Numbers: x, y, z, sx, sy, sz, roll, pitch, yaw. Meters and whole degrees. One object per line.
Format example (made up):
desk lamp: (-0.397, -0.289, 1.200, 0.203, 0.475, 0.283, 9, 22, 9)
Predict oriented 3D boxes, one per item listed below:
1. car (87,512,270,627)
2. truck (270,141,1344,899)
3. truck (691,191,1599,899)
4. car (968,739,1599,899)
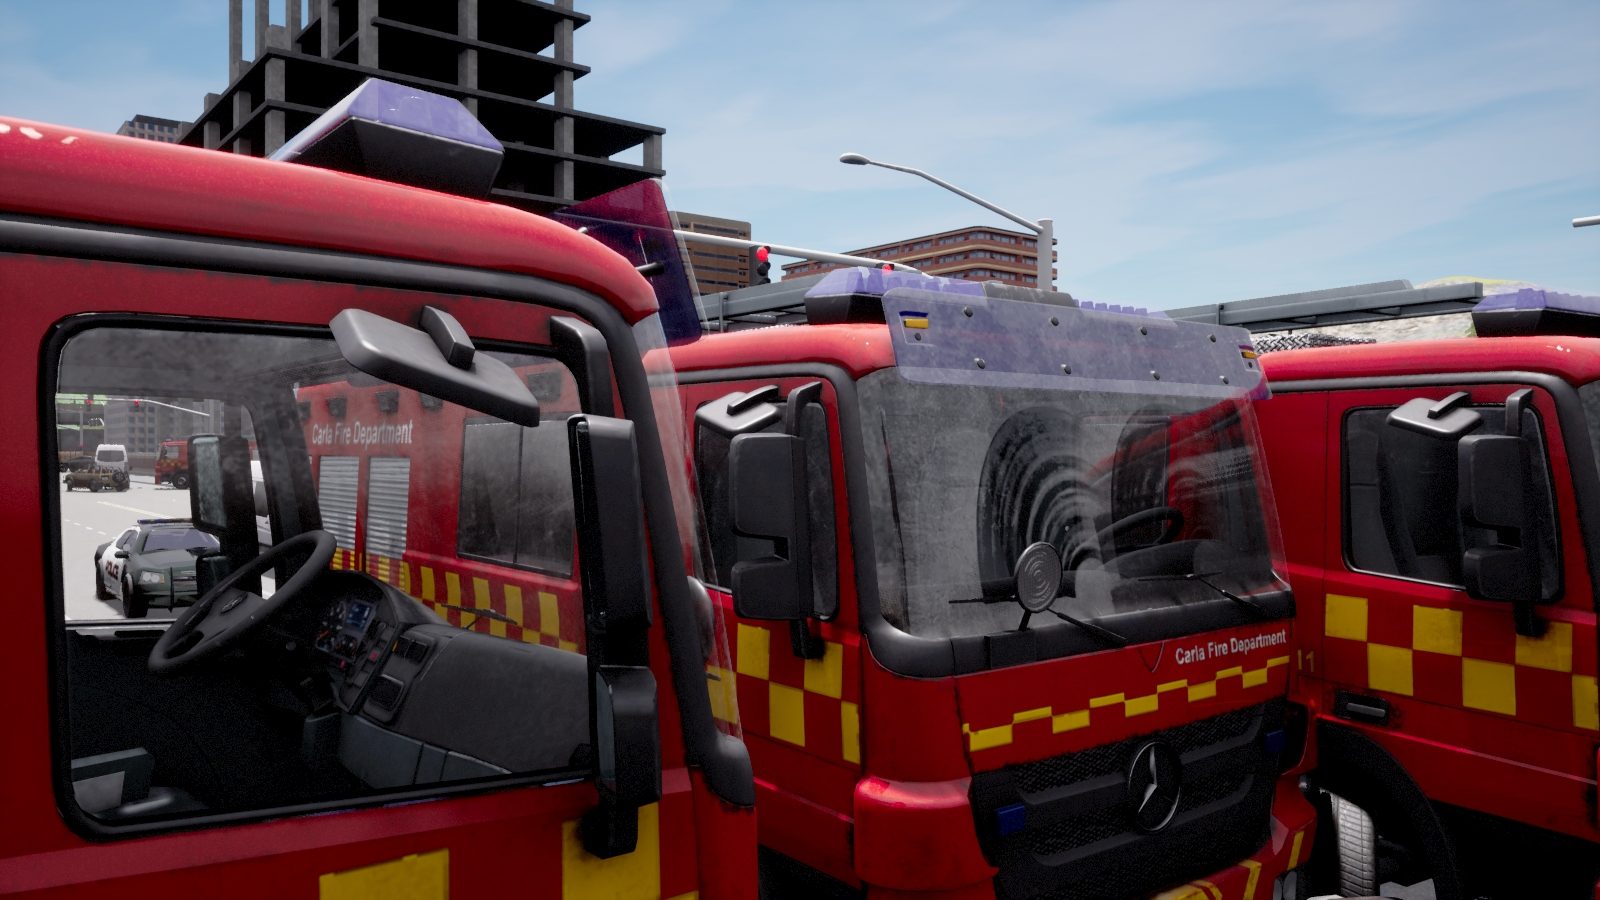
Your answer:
car: (-11.386, 2.037, 20.746, 2.038, 1.542, 4.974, 0, 0, -39)
truck: (-1.099, 0.890, 8.003, 2.891, 3.827, 8.468, 0, 0, -38)
truck: (2.348, 0.890, 8.605, 2.891, 3.827, 8.468, 0, 0, -31)
car: (2.437, 2.065, 3.109, 1.970, 1.475, 3.806, 0, 0, -30)
